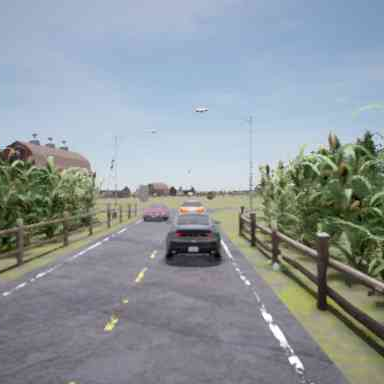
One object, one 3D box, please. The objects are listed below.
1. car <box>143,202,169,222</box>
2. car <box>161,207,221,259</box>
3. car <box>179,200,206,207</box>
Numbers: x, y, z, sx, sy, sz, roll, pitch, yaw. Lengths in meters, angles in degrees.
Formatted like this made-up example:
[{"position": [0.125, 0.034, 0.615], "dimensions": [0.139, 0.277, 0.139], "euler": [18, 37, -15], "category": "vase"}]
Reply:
[{"position": [-2.855, 1.598, 27.317], "dimensions": [1.812, 1.442, 4.674], "euler": [0, 0, 0], "category": "car"}, {"position": [0.057, 1.537, 12.675], "dimensions": [1.837, 1.490, 4.892], "euler": [0, 0, 0], "category": "car"}, {"position": [0.029, 1.421, 26.254], "dimensions": [2.097, 1.767, 4.553], "euler": [0, 0, 0], "category": "car"}]
